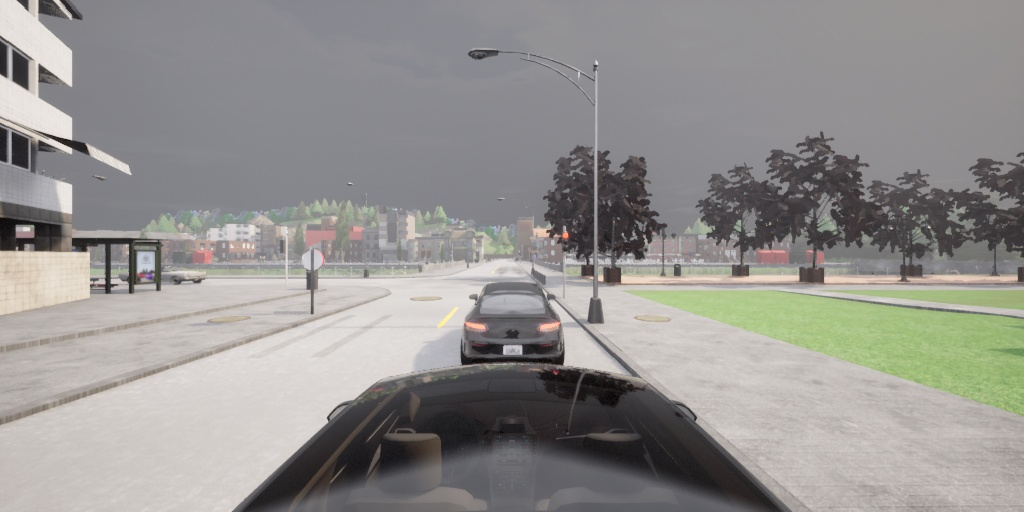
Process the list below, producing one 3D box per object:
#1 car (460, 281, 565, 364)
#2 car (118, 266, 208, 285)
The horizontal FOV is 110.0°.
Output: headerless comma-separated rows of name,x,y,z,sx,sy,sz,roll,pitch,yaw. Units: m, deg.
car,0.007,1.275,7.794,1.812,1.442,4.674,0,0,0
car,-24.467,1.347,25.288,4.718,1.301,1.895,0,0,0
